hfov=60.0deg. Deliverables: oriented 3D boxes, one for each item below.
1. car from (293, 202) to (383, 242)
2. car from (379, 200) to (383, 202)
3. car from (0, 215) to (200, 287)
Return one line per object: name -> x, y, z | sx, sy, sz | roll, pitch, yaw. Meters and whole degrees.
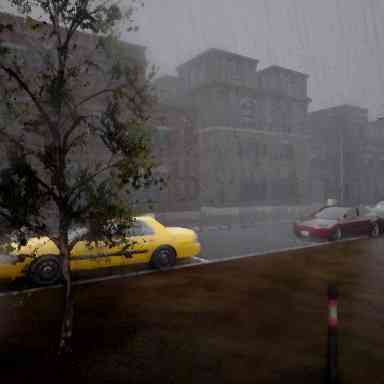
car -> 6.817, 1.367, 15.477 | 4.792, 1.488, 2.163 | 0, 1, -33
car -> 11.361, 1.172, 18.756 | 4.553, 1.767, 2.185 | 0, 0, -33
car -> -2.327, 1.323, 8.927 | 5.366, 1.575, 1.946 | 1, 0, -33
